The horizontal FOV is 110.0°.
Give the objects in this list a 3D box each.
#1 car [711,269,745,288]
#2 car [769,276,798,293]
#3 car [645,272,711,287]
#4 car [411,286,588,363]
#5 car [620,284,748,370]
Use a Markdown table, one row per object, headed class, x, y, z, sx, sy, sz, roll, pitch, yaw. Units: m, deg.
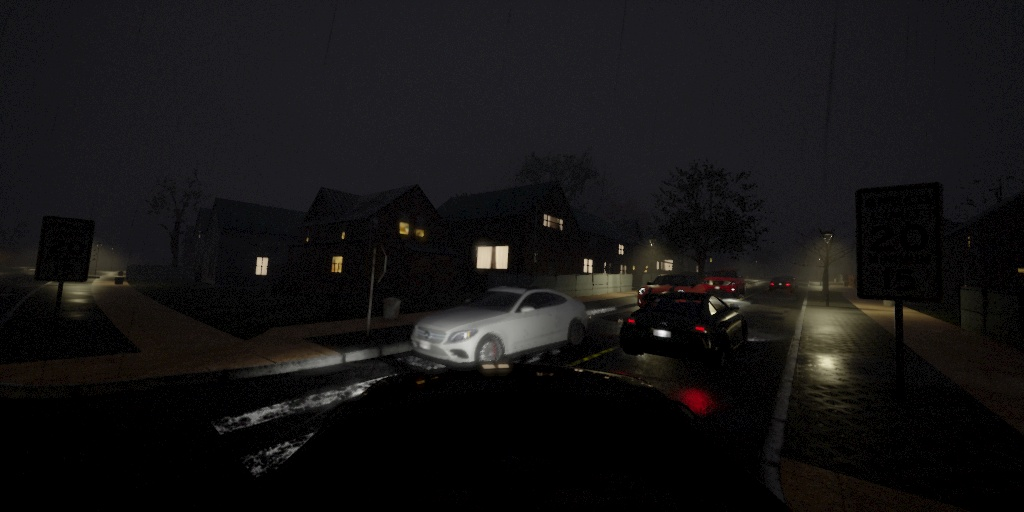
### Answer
| class | x | y | z | sx | sy | sz | roll | pitch | yaw |
| --- | --- | --- | --- | --- | --- | --- | --- | --- | --- |
| car | 16.075 | 1.969 | 27.126 | 2.150 | 2.045 | 5.566 | 0 | -2 | 40 |
| car | 25.739 | 2.673 | 34.148 | 2.033 | 1.411 | 5.357 | 0 | -2 | 40 |
| car | 7.698 | 1.649 | 17.129 | 2.097 | 1.767 | 4.553 | 0 | -2 | 40 |
| car | 0.017 | 1.419 | 8.187 | 1.812 | 1.442 | 4.674 | 0 | -2 | 43 |
| car | 4.209 | 1.545 | 8.515 | 1.994 | 1.385 | 4.181 | 0 | -2 | 40 |
